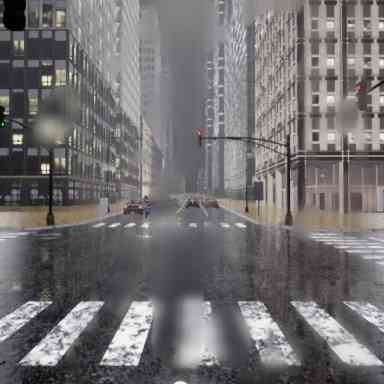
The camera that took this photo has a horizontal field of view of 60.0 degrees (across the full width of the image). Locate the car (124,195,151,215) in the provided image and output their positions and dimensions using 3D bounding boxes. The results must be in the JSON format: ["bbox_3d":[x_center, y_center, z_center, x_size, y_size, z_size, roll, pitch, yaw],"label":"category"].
[{"bbox_3d":[-5.680,1.453,33.794,1.967,1.590,4.097,1,0,0],"label":"car"}]

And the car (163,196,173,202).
[{"bbox_3d":[-5.689,1.581,78.395,2.008,1.369,4.403,1,0,0],"label":"car"}]

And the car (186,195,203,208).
[{"bbox_3d":[0.092,1.565,48.113,2.033,1.411,5.357,0,0,0],"label":"car"}]

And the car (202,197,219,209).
[{"bbox_3d":[2.695,1.599,45.008,1.802,1.307,4.206,1,0,0],"label":"car"}]

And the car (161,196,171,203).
[{"bbox_3d":[-5.688,1.573,72.820,1.887,1.381,4.507,1,0,0],"label":"car"}]

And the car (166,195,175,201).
[{"bbox_3d":[-5.691,1.586,89.546,2.008,1.369,4.403,1,0,0],"label":"car"}]

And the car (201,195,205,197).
[{"bbox_3d":[2.695,1.547,56.334,1.752,1.417,4.829,1,0,0],"label":"car"}]

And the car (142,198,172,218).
[{"bbox_3d":[-3.103,1.537,30.328,1.812,1.442,4.674,0,0,0],"label":"car"}]

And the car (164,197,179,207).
[{"bbox_3d":[-3.102,1.567,51.569,2.033,1.411,5.357,0,0,0],"label":"car"}]

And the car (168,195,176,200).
[{"bbox_3d":[-5.693,1.604,95.121,1.947,1.339,4.313,1,0,0],"label":"car"}]

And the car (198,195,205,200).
[{"bbox_3d":[2.688,1.583,95.204,1.887,1.381,4.507,1,0,0],"label":"car"}]

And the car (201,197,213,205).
[{"bbox_3d":[2.693,1.589,61.741,1.947,1.339,4.313,1,0,0],"label":"car"}]

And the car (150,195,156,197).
[{"bbox_3d":[-5.679,1.332,44.945,2.192,1.841,5.009,1,0,0],"label":"car"}]

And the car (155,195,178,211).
[{"bbox_3d":[-3.103,1.519,40.670,1.837,1.490,4.892,0,0,0],"label":"car"}]

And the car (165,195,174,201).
[{"bbox_3d":[-5.691,1.578,83.971,1.887,1.381,4.507,1,0,0],"label":"car"}]
